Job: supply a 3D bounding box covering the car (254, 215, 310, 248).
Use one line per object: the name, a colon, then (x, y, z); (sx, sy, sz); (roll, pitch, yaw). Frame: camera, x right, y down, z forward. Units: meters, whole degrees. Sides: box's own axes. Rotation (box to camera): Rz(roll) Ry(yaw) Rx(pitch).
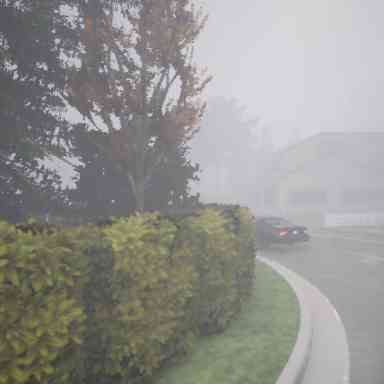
car: (3.336, 1.863, 16.583); (2.033, 1.411, 5.357); (0, -1, -27)
